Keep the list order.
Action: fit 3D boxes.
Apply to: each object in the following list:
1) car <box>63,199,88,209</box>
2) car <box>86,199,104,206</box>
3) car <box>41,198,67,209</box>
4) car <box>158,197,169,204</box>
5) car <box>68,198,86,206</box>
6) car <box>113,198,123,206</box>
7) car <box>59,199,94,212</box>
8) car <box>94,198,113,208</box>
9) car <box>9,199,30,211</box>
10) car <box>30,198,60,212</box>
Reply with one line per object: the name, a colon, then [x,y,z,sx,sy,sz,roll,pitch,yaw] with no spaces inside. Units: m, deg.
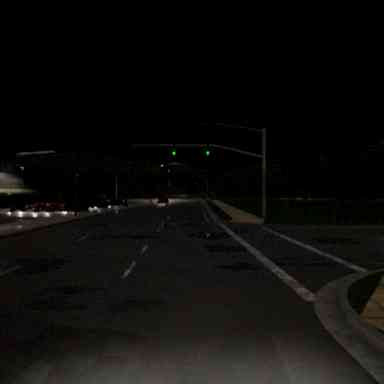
car: [-18.522,1.872,53.055,2.033,1.411,5.357,0,0,1]
car: [-18.310,1.986,63.009,1.895,1.301,4.718,0,0,1]
car: [-22.016,1.819,53.386,2.128,1.511,4.902,0,0,1]
car: [-6.526,1.820,76.195,2.097,1.767,4.553,0,0,1]
car: [-21.808,1.950,63.142,1.994,1.385,4.181,0,0,1]
car: [-14.776,1.900,64.574,1.837,1.490,4.892,0,0,1]
car: [-15.252,1.819,44.341,2.033,1.411,5.357,0,0,2]
car: [-14.993,1.880,54.398,2.033,1.411,5.357,0,0,1]
car: [-22.247,1.776,44.263,1.837,1.490,4.892,0,0,2]
car: [-18.771,1.620,43.648,2.097,1.767,4.553,0,0,2]
